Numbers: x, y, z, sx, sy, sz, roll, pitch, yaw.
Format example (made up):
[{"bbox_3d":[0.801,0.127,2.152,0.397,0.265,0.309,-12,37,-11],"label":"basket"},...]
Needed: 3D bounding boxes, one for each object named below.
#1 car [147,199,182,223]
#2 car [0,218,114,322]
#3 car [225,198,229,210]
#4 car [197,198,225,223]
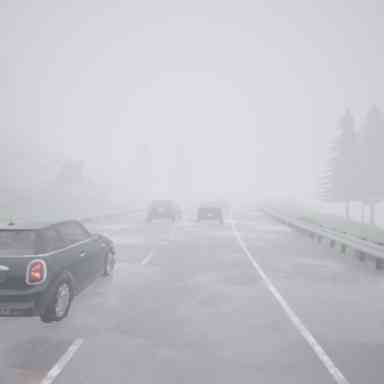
[{"bbox_3d":[-2.059,1.350,25.864,2.097,1.767,4.553,0,0,5],"label":"car"},{"bbox_3d":[-3.225,1.347,7.392,2.097,1.767,4.553,0,0,1],"label":"car"},{"bbox_3d":[3.779,1.512,43.791,2.163,1.488,4.792,0,0,9],"label":"car"},{"bbox_3d":[1.447,1.481,25.838,1.882,1.535,5.008,0,0,5],"label":"car"}]
